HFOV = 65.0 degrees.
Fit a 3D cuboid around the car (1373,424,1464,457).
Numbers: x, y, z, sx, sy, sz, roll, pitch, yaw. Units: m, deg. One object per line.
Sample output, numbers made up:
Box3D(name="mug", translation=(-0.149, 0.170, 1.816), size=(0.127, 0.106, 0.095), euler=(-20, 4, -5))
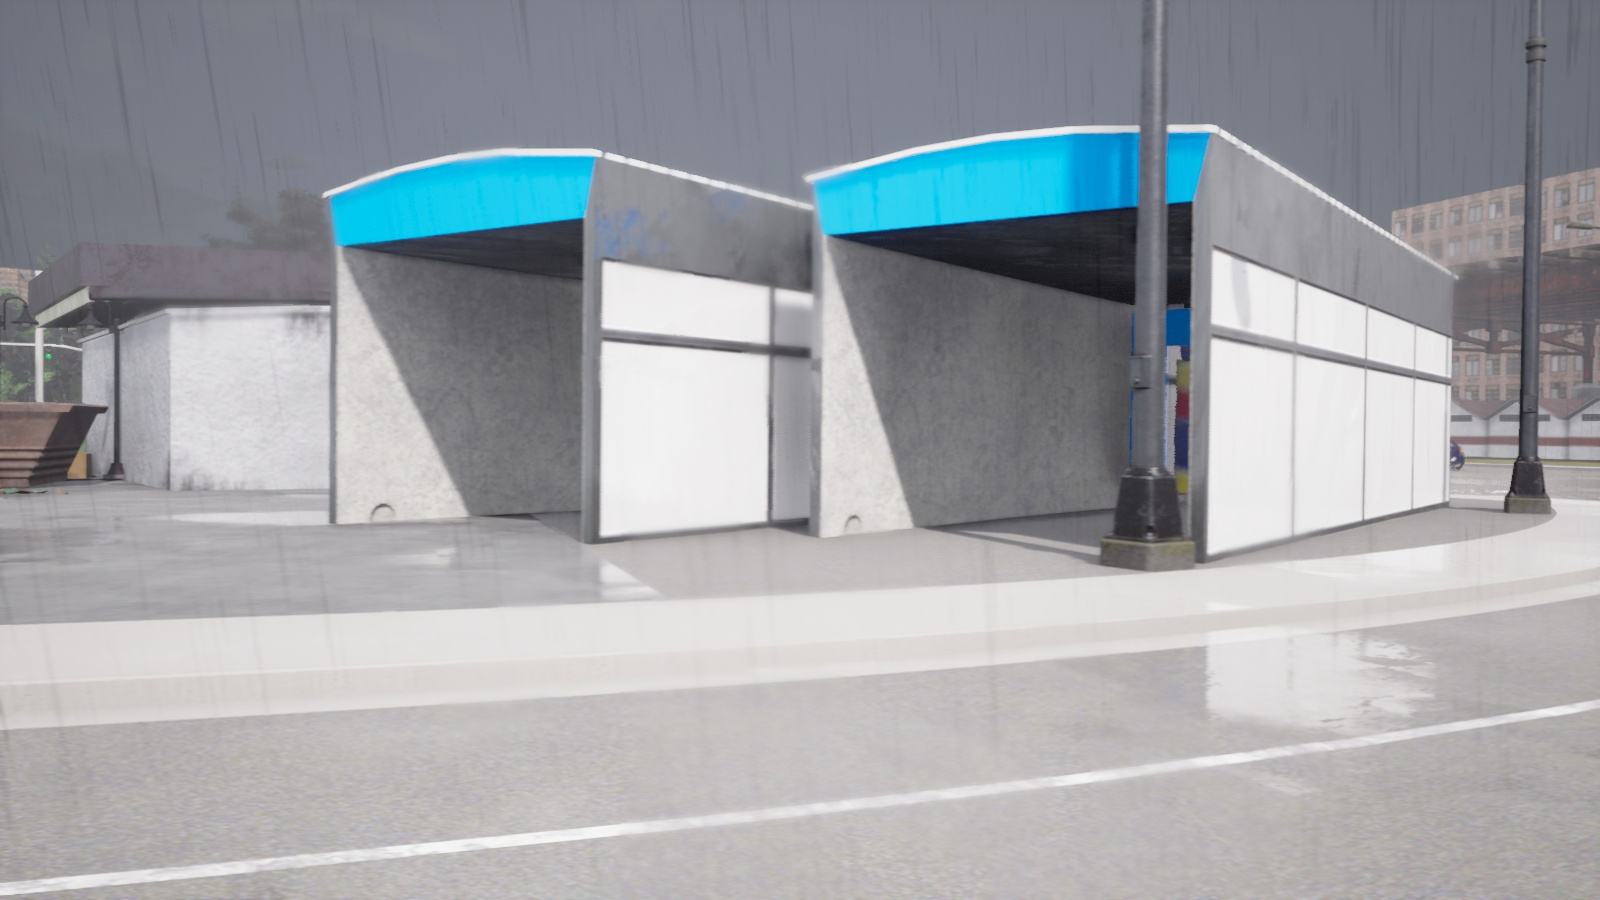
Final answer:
Box3D(name="car", translation=(29.189, -0.446, 59.359), size=(1.845, 1.501, 3.633), euler=(-1, 1, -18))
